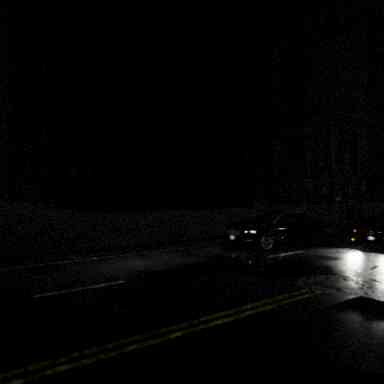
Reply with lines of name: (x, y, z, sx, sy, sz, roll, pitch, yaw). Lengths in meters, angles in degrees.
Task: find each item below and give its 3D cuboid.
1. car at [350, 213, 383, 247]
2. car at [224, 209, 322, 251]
car: (8.331, 1.545, 13.617, 4.181, 1.385, 1.994, 0, 0, -35)
car: (3.544, 1.476, 14.196, 4.902, 1.511, 2.128, 0, 0, -35)
